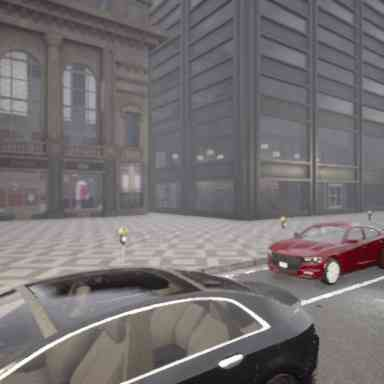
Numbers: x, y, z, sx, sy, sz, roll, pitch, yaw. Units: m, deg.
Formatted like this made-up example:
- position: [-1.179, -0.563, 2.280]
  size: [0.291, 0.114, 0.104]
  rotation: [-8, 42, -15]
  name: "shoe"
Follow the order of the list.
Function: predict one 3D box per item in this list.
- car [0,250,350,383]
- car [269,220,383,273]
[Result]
- position: [-0.952, 1.507, 2.697]
  size: [4.892, 1.490, 1.837]
  rotation: [0, 0, -35]
  name: "car"
- position: [4.068, 1.535, 9.448]
  size: [4.507, 1.381, 1.887]
  rotation: [0, 0, -36]
  name: "car"
